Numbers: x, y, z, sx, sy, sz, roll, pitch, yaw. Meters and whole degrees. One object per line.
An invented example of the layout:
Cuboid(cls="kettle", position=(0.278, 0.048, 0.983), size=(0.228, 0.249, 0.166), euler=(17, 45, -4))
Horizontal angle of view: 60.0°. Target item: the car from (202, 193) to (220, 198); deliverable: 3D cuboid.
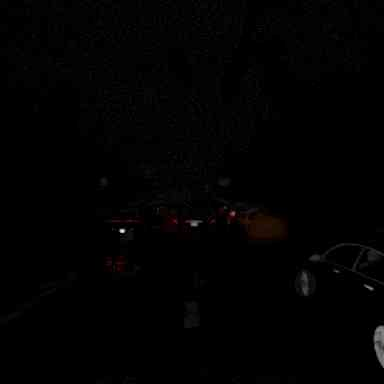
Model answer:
Cuboid(cls="car", position=(3.191, 1.218, 49.747), size=(2.435, 2.045, 5.566), euler=(0, 0, 0))

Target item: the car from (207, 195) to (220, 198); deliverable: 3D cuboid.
Cuboid(cls="car", position=(3.203, 1.473, 38.537), size=(2.231, 1.521, 4.892), euler=(0, 0, 0))

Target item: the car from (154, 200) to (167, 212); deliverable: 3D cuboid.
Cuboid(cls="car", position=(-3.168, 1.518, 33.958), size=(1.812, 1.442, 4.674), euler=(0, 0, 0))

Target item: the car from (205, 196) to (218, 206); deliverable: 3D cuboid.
Cuboid(cls="car", position=(3.184, 1.465, 55.429), size=(1.946, 1.575, 5.366), euler=(0, 0, 0))

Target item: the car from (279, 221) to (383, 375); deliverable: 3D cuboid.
Cuboid(cls="car", position=(3.223, 1.480, 5.385), size=(2.231, 1.521, 4.892), euler=(0, 0, 0))

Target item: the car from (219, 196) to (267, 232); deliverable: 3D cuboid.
Cuboid(cls="car", position=(3.220, 1.350, 21.936), size=(2.185, 1.767, 4.553), euler=(0, 0, 0))

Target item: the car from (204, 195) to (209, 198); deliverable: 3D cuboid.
Cuboid(cls="car", position=(3.199, 1.472, 44.063), size=(2.231, 1.521, 4.892), euler=(0, 0, 0))

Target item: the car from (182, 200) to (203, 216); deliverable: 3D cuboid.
Cuboid(cls="car", position=(0.082, 1.557, 33.554), size=(1.994, 1.385, 4.181), euler=(0, 0, 0))

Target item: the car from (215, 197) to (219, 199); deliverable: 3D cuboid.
Cuboid(cls="car", position=(3.217, 1.471, 27.679), size=(1.946, 1.575, 5.366), euler=(0, 0, 0))

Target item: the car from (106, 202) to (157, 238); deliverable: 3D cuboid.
Cuboid(cls="car", position=(-3.155, 1.501, 17.463), size=(1.837, 1.490, 4.892), euler=(0, 0, 0))

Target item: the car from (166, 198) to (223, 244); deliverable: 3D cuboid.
Cuboid(cls="car", position=(0.095, 1.348, 15.775), size=(2.097, 1.767, 4.553), euler=(0, 0, 0))

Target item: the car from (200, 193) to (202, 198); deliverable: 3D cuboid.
Cuboid(cls="car", position=(3.178, 1.341, 60.738), size=(2.185, 1.767, 4.553), euler=(0, 0, 0))

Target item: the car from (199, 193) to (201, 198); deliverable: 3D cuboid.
Cuboid(cls="car", position=(3.220, 1.465, 73.352), size=(2.231, 1.521, 4.892), euler=(0, 0, 1))
